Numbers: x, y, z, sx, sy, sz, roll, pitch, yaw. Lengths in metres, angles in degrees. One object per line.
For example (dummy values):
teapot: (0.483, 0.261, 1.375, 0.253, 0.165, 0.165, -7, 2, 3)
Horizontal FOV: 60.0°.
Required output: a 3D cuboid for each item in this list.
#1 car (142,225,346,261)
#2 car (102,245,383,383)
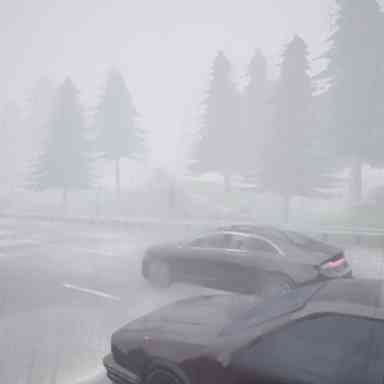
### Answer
car: (0.946, 1.518, 7.615, 4.902, 1.511, 2.128, -1, 0, 35)
car: (1.621, 1.549, 2.834, 5.357, 1.411, 2.033, -1, 0, 35)
